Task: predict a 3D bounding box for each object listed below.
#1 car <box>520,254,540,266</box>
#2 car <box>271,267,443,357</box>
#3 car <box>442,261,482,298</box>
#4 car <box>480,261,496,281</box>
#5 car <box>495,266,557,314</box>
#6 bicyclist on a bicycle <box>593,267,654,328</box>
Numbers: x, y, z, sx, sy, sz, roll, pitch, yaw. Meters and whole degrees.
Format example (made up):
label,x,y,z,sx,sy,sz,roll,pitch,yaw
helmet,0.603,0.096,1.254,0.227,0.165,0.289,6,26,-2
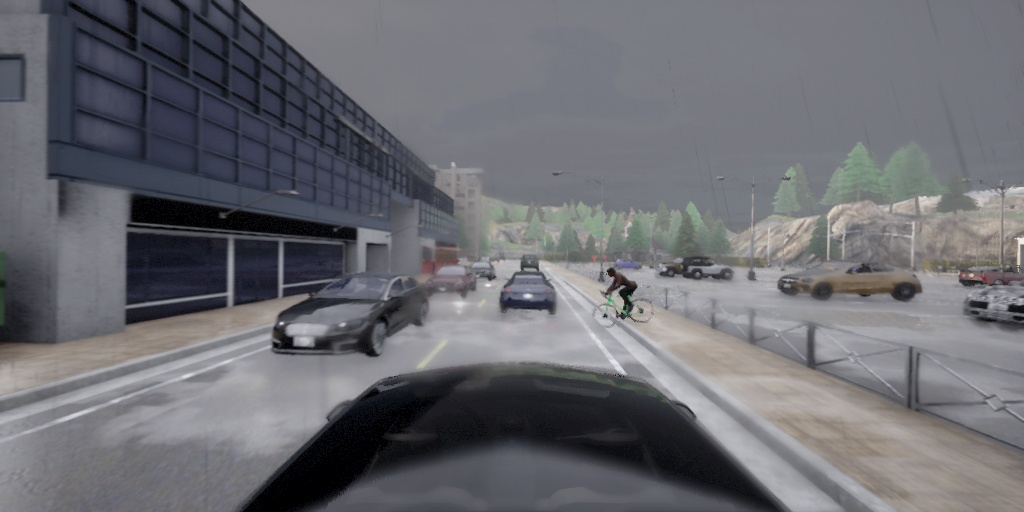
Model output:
label,x,y,z,sx,sy,sz,roll,pitch,yaw
car,2.104,0.821,42.997,2.150,2.045,5.566,1,0,3
car,-3.346,1.159,8.441,2.128,1.511,4.902,1,0,3
car,-2.869,1.160,17.804,1.812,1.442,4.674,1,0,3
car,-2.333,1.124,28.100,1.812,1.442,4.674,1,0,3
car,0.626,1.268,13.669,1.994,1.385,4.181,1,0,3
bicyclist on a bicycle,2.959,1.111,9.763,1.656,1.620,0.582,-9,0,3
